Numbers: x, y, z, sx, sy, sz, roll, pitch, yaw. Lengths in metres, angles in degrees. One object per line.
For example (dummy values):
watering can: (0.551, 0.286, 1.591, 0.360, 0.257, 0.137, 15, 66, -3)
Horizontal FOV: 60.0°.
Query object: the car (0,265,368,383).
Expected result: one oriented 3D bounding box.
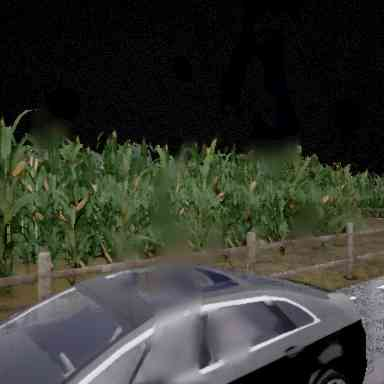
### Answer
car: (-0.478, 1.492, 2.729, 4.902, 1.511, 2.128, 0, 0, -36)
